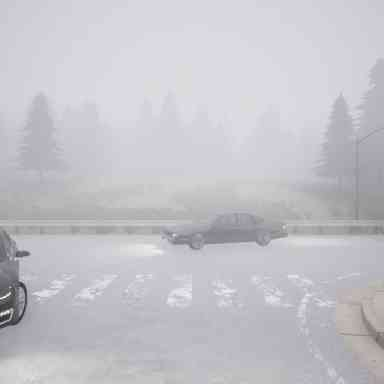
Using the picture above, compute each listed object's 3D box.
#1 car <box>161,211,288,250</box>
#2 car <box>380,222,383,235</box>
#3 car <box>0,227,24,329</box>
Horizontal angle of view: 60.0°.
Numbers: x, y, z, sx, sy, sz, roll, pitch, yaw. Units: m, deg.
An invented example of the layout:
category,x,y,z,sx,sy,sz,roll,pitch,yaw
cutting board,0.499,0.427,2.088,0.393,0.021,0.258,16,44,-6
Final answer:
category,x,y,z,sx,sy,sz,roll,pitch,yaw
car,1.457,1.547,14.231,5.357,1.411,2.033,0,0,-20
car,11.236,1.492,15.111,4.902,1.511,2.128,0,0,0
car,-4.458,1.505,6.589,1.837,1.490,4.892,0,0,-28
